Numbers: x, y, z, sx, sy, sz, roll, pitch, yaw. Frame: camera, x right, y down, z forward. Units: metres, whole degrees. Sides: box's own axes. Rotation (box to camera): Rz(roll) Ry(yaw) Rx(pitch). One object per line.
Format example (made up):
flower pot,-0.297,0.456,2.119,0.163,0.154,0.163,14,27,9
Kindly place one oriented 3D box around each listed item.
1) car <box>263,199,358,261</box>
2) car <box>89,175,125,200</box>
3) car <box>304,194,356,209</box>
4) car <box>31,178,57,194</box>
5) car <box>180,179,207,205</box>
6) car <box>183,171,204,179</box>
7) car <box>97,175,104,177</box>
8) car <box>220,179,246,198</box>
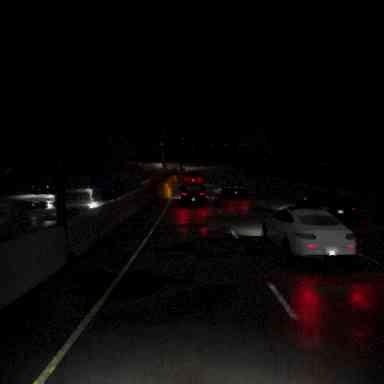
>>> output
car,3.599,1.197,10.839,1.812,1.442,4.674,0,3,0
car,-7.074,-0.298,28.551,1.882,1.535,5.008,0,6,0
car,7.099,0.777,17.880,1.994,1.385,4.181,0,4,0
car,-14.043,-0.663,32.798,1.812,1.442,4.674,0,6,0
car,0.107,0.103,24.925,1.812,1.442,4.674,0,5,0
car,0.151,-1.365,36.872,2.150,2.045,5.566,0,5,0
car,-10.466,-1.259,39.168,2.033,1.411,5.357,0,6,1
car,3.622,-0.389,29.627,2.128,1.511,4.902,0,6,0
